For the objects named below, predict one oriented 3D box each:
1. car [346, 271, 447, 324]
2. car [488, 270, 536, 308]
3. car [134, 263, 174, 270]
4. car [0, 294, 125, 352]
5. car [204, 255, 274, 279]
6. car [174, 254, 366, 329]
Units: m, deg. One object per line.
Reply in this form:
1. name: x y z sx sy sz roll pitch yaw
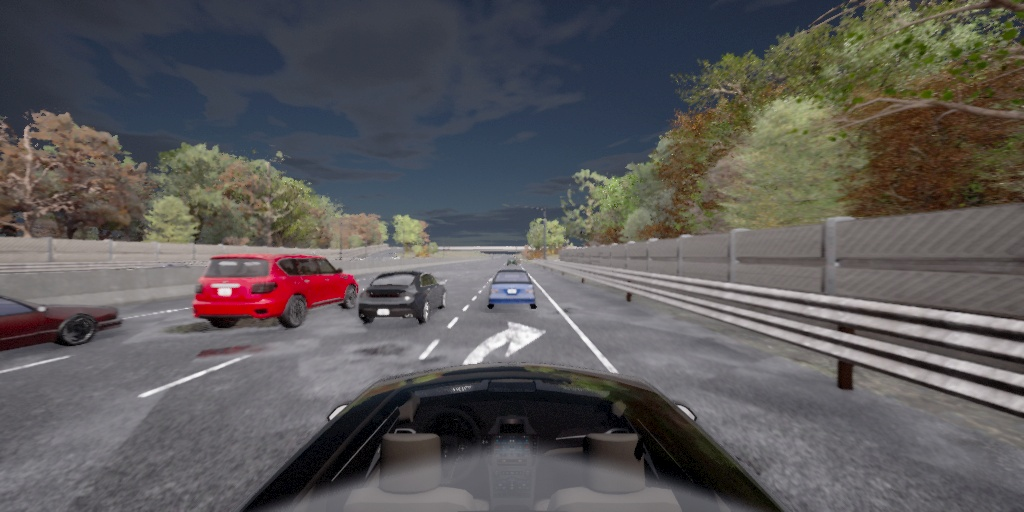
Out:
1. car: -3.399 1.232 11.891 1.837 1.490 4.892 0 0 0
2. car: 0.000 1.269 14.959 2.033 1.411 5.357 0 0 0
3. car: -31.573 1.299 32.871 1.895 1.301 4.718 0 0 0
4. car: -10.401 1.286 6.223 2.033 1.411 5.357 0 0 0
5. car: -24.576 0.923 32.647 2.150 2.045 5.566 0 0 0
6. car: -6.902 0.950 11.309 2.150 2.045 5.566 0 0 0
